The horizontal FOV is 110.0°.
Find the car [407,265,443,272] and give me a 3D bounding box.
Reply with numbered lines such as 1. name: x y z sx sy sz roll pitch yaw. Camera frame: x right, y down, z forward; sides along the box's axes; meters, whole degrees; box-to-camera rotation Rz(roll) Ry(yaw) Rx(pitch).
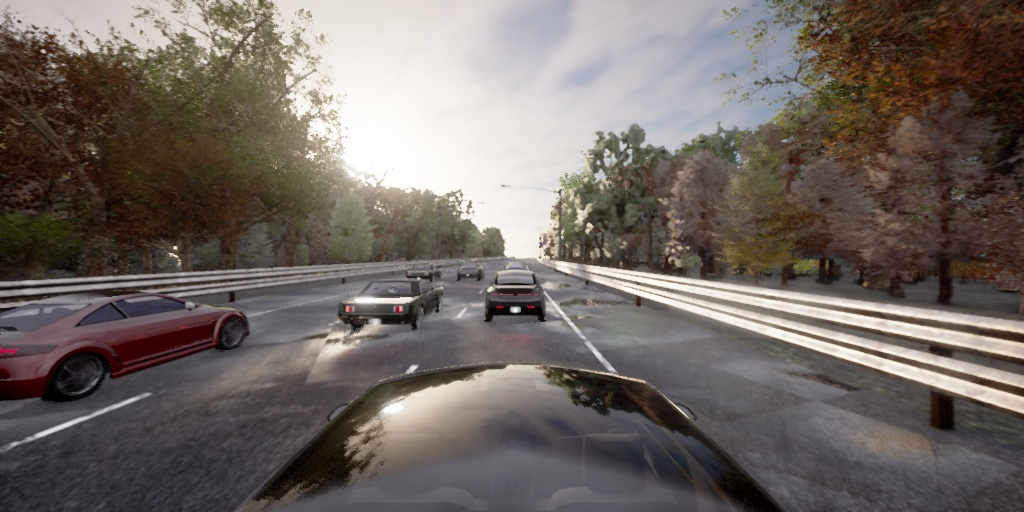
1. car: -6.781 1.335 28.262 1.895 1.301 4.718 0 0 1

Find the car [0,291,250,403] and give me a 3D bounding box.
1. car: -6.898 1.309 6.358 1.994 1.385 4.181 0 0 0

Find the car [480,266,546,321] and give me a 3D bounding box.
1. car: 0.103 1.251 12.462 1.837 1.490 4.892 0 0 0

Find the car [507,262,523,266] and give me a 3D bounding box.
1. car: 0.247 1.259 30.570 1.812 1.442 4.674 0 0 1

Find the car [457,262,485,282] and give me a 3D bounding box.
1. car: -3.269 1.226 29.183 2.128 1.511 4.902 0 0 1

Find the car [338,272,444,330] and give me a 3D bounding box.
1. car: -3.407 1.346 11.151 1.895 1.301 4.718 0 0 0
